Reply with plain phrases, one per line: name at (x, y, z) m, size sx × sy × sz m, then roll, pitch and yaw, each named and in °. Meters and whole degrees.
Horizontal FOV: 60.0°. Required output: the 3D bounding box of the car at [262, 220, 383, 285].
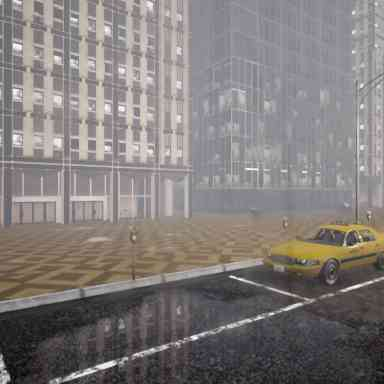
car at (4.068, 1.526, 9.479) m, size 4.829 × 1.417 × 1.752 m, roll 0°, pitch 0°, yaw -36°
